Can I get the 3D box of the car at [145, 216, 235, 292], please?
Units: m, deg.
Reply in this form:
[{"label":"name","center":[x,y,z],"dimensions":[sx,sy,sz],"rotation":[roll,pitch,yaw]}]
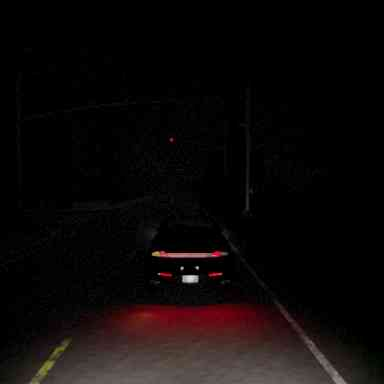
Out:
[{"label":"car","center":[-0.068,1.350,8.551],"dimensions":[2.128,1.511,4.902],"rotation":[0,1,-1]}]
